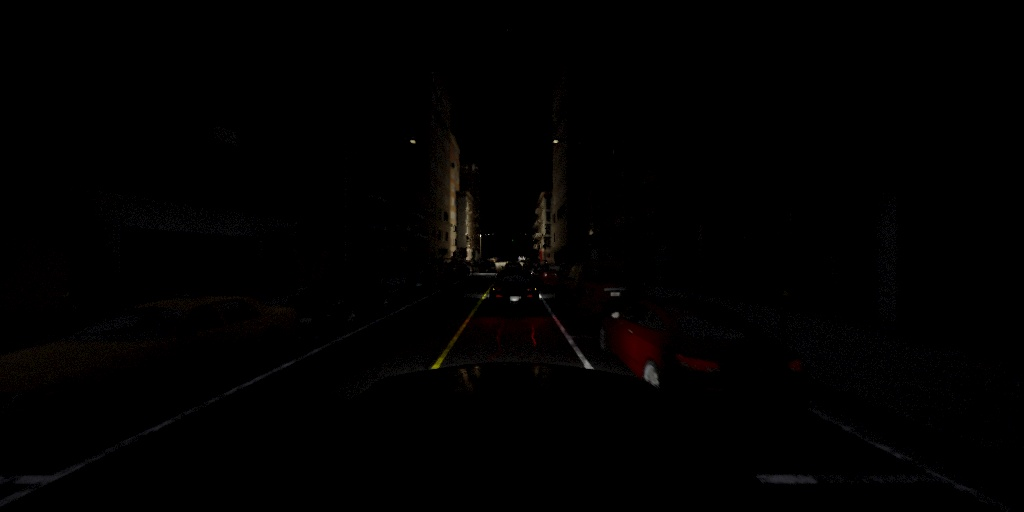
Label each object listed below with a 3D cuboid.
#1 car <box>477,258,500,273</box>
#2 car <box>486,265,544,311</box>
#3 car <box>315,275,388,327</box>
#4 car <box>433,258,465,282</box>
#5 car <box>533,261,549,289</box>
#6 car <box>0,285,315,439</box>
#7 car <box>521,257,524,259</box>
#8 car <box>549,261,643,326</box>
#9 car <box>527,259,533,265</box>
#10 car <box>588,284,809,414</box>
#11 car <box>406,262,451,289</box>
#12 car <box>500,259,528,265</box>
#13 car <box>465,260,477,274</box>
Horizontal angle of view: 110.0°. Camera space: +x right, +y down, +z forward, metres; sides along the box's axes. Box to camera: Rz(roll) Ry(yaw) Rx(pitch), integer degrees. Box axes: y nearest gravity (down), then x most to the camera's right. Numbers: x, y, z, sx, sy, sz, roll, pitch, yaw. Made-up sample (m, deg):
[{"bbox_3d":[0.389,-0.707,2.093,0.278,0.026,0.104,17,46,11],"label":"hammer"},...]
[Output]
[{"bbox_3d":[-2.840,1.262,43.219,2.033,1.411,5.357,0,0,0],"label":"car"},{"bbox_3d":[0.090,1.266,14.397,1.812,1.442,4.674,0,0,0],"label":"car"},{"bbox_3d":[-5.386,1.309,11.540,1.948,1.339,4.313,0,0,0],"label":"car"},{"bbox_3d":[-5.385,1.042,28.585,2.192,1.841,5.009,0,0,0],"label":"car"},{"bbox_3d":[2.639,1.172,22.908,1.967,1.591,4.097,0,0,0],"label":"car"},{"bbox_3d":[-5.387,1.273,5.688,1.751,1.417,4.829,0,0,0],"label":"car"},{"bbox_3d":[2.642,1.226,57.165,1.751,1.417,4.829,0,0,0],"label":"car"},{"bbox_3d":[2.639,1.057,11.546,2.192,1.841,5.009,0,0,0],"label":"car"},{"bbox_3d":[2.640,1.273,34.270,2.007,1.370,4.403,0,0,0],"label":"car"},{"bbox_3d":[2.638,1.330,5.864,1.802,1.307,4.207,0,0,0],"label":"car"},{"bbox_3d":[-5.386,1.299,22.904,1.948,1.339,4.313,0,0,0],"label":"car"},{"bbox_3d":[0.092,1.252,29.612,1.812,1.442,4.674,0,0,0],"label":"car"},{"bbox_3d":[-5.384,1.157,39.949,1.967,1.591,4.097,0,0,0],"label":"car"}]
